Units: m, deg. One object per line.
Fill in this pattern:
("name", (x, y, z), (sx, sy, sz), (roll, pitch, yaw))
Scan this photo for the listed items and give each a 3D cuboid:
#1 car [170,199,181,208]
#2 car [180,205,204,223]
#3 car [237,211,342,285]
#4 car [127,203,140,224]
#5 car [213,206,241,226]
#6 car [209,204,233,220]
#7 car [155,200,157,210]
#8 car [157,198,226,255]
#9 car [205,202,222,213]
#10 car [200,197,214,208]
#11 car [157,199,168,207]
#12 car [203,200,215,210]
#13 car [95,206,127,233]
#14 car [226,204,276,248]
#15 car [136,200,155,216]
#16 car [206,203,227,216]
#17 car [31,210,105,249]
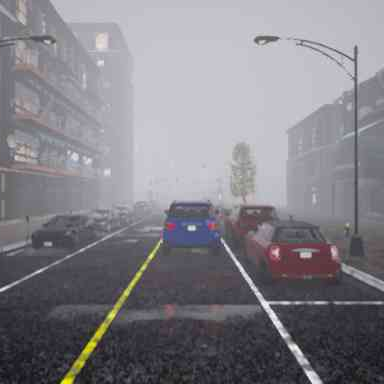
("car", (-3.053, 2.154, 63.384), (1.837, 1.490, 4.892), (0, 0, 1))
("car", (-0.006, 1.880, 29.111), (1.895, 1.301, 4.718), (0, -1, 0))
("car", (2.689, 1.532, 9.801), (1.967, 1.590, 4.097), (0, -1, 0))
("car", (-5.696, 1.802, 26.414), (2.008, 1.369, 4.403), (0, -1, 0))
("car", (2.685, 1.833, 26.416), (1.802, 1.307, 4.206), (0, -1, 0))
("car", (2.683, 1.875, 31.955), (1.947, 1.339, 4.313), (0, -1, 0))
("car", (-5.701, 1.926, 48.572), (1.967, 1.590, 4.097), (0, -1, 0))
("car", (-0.003, 1.348, 14.009), (2.150, 2.045, 5.566), (0, 0, 0))
("car", (2.680, 1.992, 43.032), (1.947, 1.339, 4.313), (0, -1, 0))
("car", (2.677, 1.919, 59.653), (2.192, 1.841, 5.009), (0, -1, 0))
("car", (-5.706, 2.186, 65.019), (1.752, 1.417, 4.829), (0, -1, 0))
("car", (2.678, 2.072, 54.281), (1.752, 1.417, 4.829), (0, -1, 0))
("car", (-5.694, 1.747, 20.876), (2.008, 1.369, 4.403), (0, -1, 0))
("car", (2.688, 1.459, 15.343), (2.192, 1.841, 5.009), (0, -1, 0))
("car", (-5.699, 1.808, 37.493), (1.967, 1.590, 4.097), (0, -1, 0))
("car", (2.682, 1.918, 37.493), (2.008, 1.369, 4.403), (0, -1, 0))
("car", (-5.693, 1.709, 15.338), (1.947, 1.339, 4.313), (0, -1, 0))
